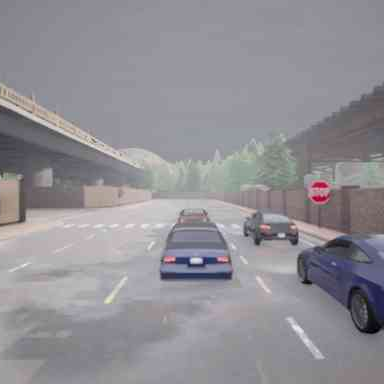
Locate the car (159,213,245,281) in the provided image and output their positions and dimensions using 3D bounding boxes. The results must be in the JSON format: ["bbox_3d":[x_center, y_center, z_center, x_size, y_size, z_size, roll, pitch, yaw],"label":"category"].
[{"bbox_3d":[0.095,1.587,9.933,2.033,1.411,5.357,0,0,0],"label":"car"}]

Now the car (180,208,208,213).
[{"bbox_3d":[0.108,1.686,21.417,1.895,1.301,4.718,0,0,0],"label":"car"}]

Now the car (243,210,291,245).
[{"bbox_3d":[3.595,1.588,15.647,1.812,1.442,4.674,0,0,0],"label":"car"}]

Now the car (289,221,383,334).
[{"bbox_3d":[3.597,1.553,6.667,1.812,1.442,4.674,0,0,0],"label":"car"}]
